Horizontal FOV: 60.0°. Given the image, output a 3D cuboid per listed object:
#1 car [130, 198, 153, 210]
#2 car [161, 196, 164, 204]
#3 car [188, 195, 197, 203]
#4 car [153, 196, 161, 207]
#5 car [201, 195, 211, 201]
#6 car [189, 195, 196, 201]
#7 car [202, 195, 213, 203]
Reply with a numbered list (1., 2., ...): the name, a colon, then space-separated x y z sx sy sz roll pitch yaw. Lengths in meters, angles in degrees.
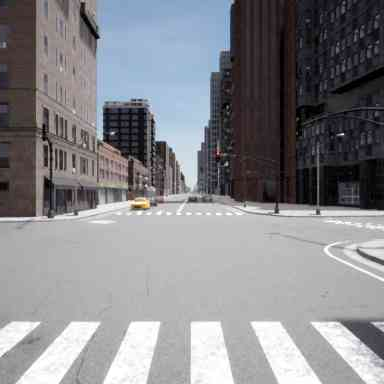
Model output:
1. car: -6.531 1.485 42.203 1.882 1.535 5.008 0 0 0
2. car: -6.448 1.486 64.180 1.882 1.535 5.008 0 0 0
3. car: 0.113 1.483 70.978 1.882 1.535 5.008 0 0 0
4. car: -6.504 1.573 52.227 1.994 1.385 4.181 0 0 1
5. car: 3.379 1.497 81.393 2.128 1.511 4.902 0 0 0
6. car: 0.130 1.450 81.397 1.882 1.535 5.008 0 0 0
7. car: 3.363 1.530 70.973 2.128 1.511 4.902 0 0 0
